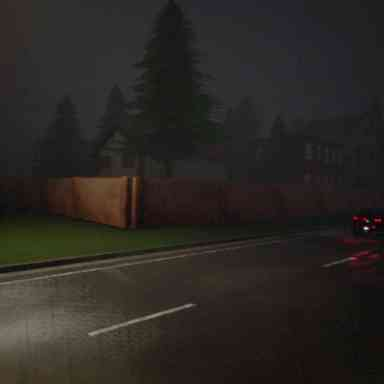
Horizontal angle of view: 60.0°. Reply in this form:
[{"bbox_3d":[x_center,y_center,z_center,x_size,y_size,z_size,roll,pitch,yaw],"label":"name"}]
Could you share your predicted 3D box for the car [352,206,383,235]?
[{"bbox_3d":[10.270,1.529,17.787,4.892,1.490,1.837,1,1,-42],"label":"car"}]
